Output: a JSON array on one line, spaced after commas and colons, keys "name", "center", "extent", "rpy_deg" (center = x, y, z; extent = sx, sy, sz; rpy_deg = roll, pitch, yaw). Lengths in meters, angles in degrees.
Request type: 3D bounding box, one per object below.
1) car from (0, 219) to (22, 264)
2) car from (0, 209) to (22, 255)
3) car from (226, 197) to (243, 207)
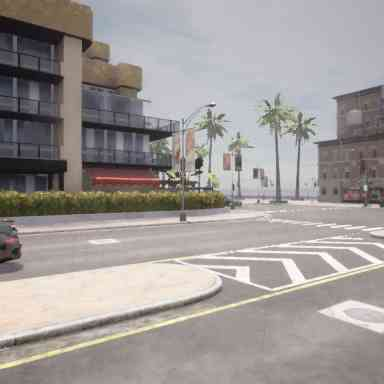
[{"name": "car", "center": [-7.098, 1.526, 8.750], "extent": [4.674, 1.442, 1.812], "rpy_deg": [0, 0, -37]}, {"name": "car", "center": [-8.913, 1.492, 11.763], "extent": [4.902, 1.511, 2.128], "rpy_deg": [0, 0, -35]}, {"name": "car", "center": [5.755, 1.505, 51.583], "extent": [1.837, 1.490, 4.892], "rpy_deg": [0, 0, -35]}]
